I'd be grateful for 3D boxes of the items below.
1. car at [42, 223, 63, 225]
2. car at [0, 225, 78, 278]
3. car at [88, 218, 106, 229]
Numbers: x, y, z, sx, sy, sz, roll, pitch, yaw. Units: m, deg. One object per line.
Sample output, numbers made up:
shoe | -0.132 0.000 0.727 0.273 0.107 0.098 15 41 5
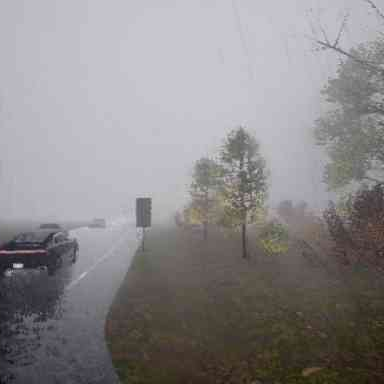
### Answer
car | -10.863 3.110 25.652 1.812 1.442 4.674 0 -4 -7
car | -5.782 2.275 12.978 2.128 1.511 4.902 0 -3 -6
car | -13.368 4.454 47.137 2.033 1.411 5.357 0 -4 -7
